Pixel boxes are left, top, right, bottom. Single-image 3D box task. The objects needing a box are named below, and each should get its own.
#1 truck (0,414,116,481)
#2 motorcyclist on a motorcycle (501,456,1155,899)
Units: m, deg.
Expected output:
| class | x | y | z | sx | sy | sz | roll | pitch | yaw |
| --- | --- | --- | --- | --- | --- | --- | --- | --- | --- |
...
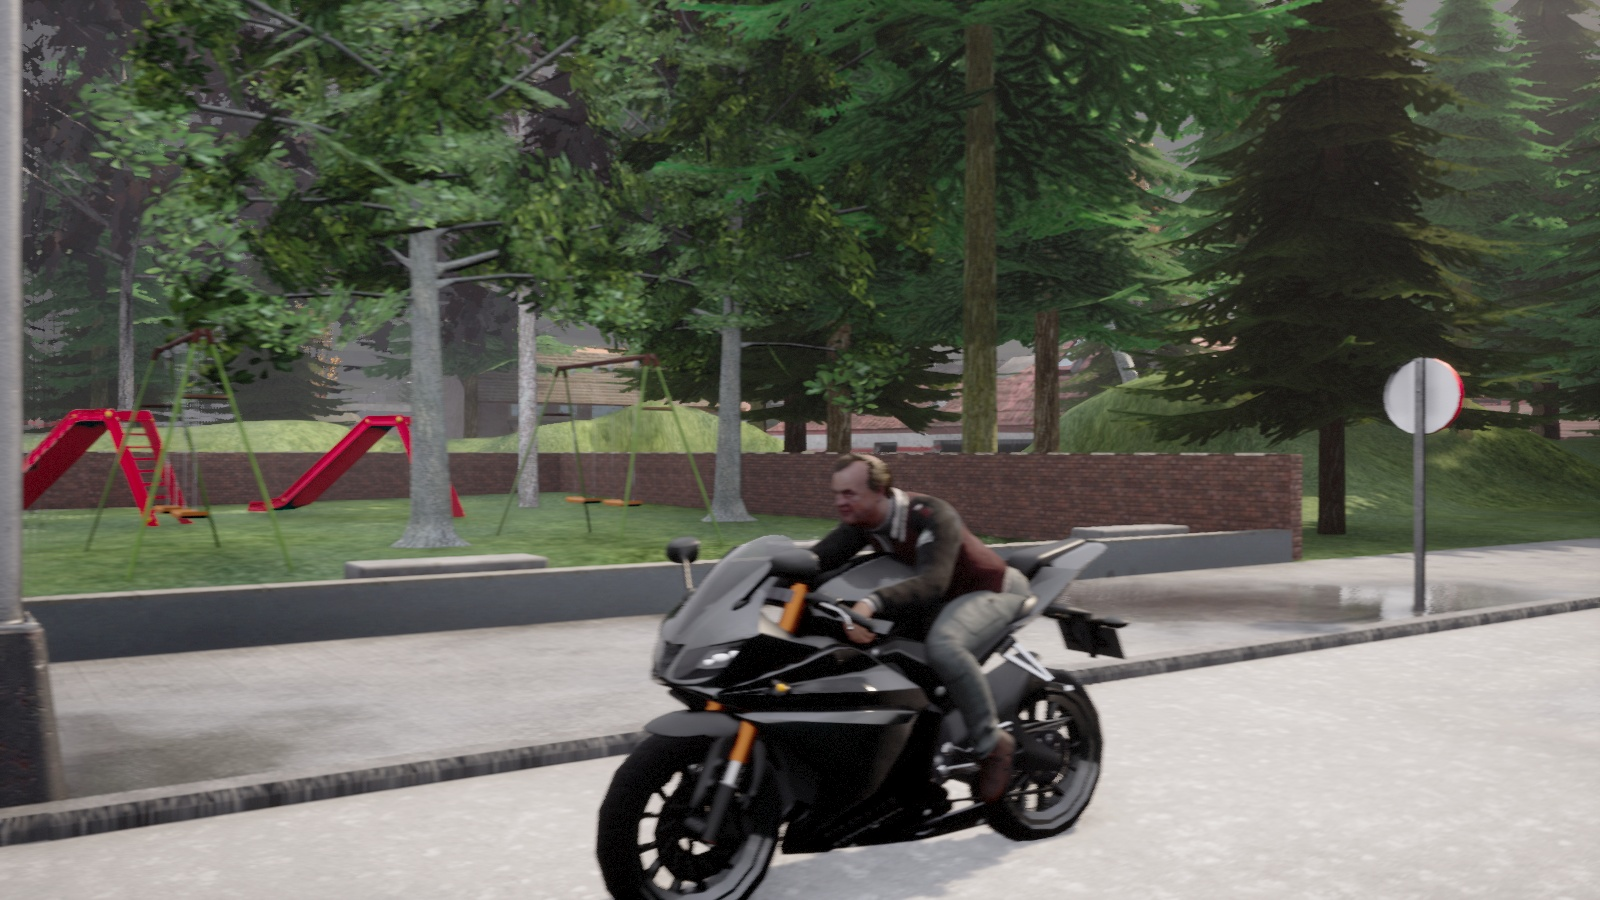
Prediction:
| class | x | y | z | sx | sy | sz | roll | pitch | yaw |
| --- | --- | --- | --- | --- | --- | --- | --- | --- | --- |
| truck | -44.864 | -0.145 | 73.196 | 8.468 | 3.827 | 2.891 | 0 | 0 | -35 |
| motorcyclist on a motorcycle | 0.169 | 0.790 | 4.387 | 2.191 | 1.530 | 0.866 | 0 | 0 | -35 |
